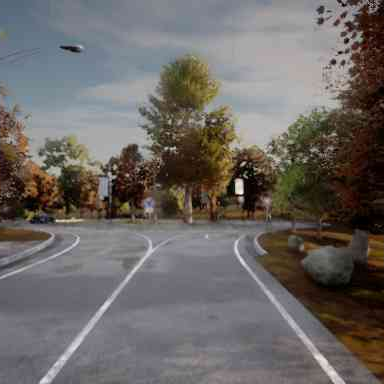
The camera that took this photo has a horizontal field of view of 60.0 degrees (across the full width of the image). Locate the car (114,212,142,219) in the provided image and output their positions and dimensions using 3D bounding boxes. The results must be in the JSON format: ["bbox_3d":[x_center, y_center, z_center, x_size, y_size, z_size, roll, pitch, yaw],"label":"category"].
[{"bbox_3d":[-11.397,4.262,59.526,4.718,1.301,1.895,2,-4,-28],"label":"car"}]

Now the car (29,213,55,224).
[{"bbox_3d":[-19.321,3.443,43.033,1.994,1.385,4.181,0,-3,-4],"label":"car"}]
